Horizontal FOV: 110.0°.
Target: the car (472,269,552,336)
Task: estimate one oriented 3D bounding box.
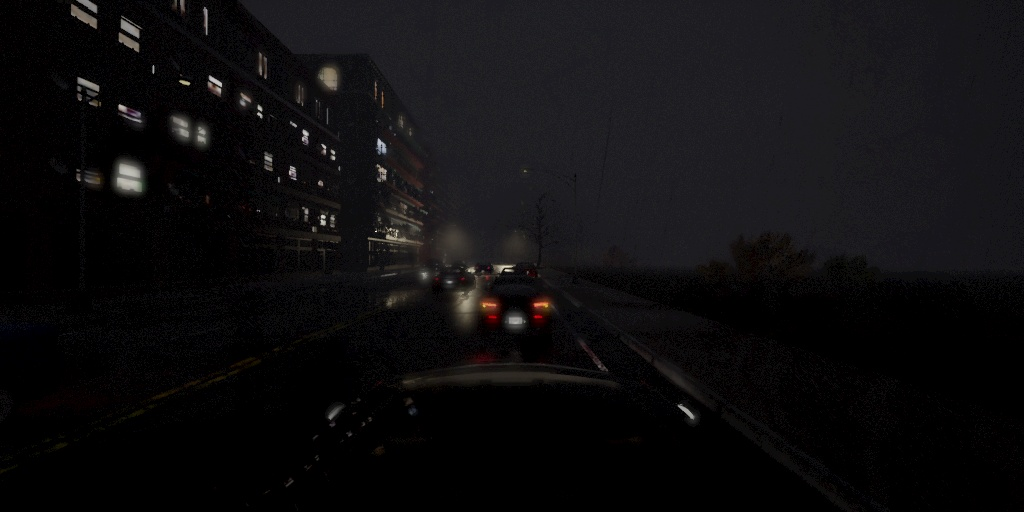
[{"bbox_3d":[0.076,1.278,10.304,1.812,1.442,4.674,0,0,0],"label":"car"}]

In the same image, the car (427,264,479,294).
[{"bbox_3d":[-3.184,1.318,20.250,1.994,1.385,4.181,0,0,0],"label":"car"}]

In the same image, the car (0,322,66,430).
[{"bbox_3d":[-6.600,1.228,2.366,1.882,1.535,5.008,0,0,0],"label":"car"}]

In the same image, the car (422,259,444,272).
[{"bbox_3d":[-9.926,1.108,45.407,2.097,1.767,4.553,0,0,0],"label":"car"}]

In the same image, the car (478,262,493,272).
[{"bbox_3d":[-3.219,1.357,42.129,1.895,1.301,4.718,0,0,0],"label":"car"}]

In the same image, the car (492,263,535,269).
[{"bbox_3d":[0.068,1.318,20.472,1.994,1.385,4.181,0,0,0],"label":"car"}]

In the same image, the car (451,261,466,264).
[{"bbox_3d":[-6.675,1.320,45.381,1.994,1.385,4.181,0,0,0],"label":"car"}]

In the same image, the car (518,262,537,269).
[{"bbox_3d":[1.088,1.233,29.999,1.882,1.535,5.008,0,0,0],"label":"car"}]
